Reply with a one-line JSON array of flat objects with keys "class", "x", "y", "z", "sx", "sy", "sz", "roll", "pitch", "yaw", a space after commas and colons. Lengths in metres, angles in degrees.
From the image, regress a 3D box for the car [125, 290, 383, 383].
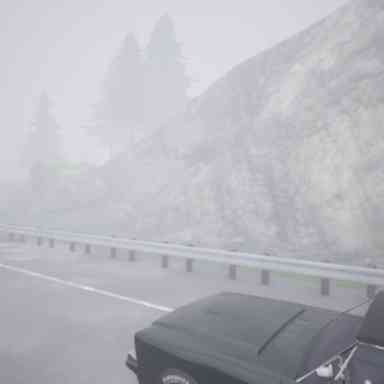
[{"class": "car", "x": 1.660, "y": 1.600, "z": 2.789, "sx": 4.718, "sy": 1.301, "sz": 1.895, "roll": 0, "pitch": 0, "yaw": 36}]
